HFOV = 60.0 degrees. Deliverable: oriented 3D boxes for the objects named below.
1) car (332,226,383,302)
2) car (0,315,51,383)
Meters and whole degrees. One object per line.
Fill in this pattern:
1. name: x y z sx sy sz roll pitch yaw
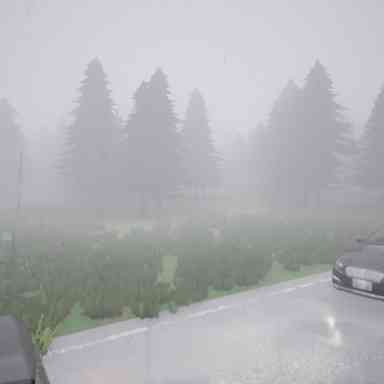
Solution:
1. car: 5.212 1.488 7.738 4.902 1.511 2.128 0 0 -36
2. car: -3.551 1.548 1.594 5.357 1.411 2.033 0 0 -33
